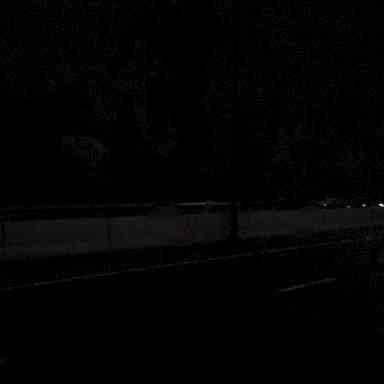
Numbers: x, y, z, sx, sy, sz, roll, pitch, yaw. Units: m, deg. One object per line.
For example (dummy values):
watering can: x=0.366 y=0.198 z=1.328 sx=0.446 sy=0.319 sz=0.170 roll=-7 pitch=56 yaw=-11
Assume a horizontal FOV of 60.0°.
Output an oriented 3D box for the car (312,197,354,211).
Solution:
car: x=15.978 y=1.349 z=37.628 sx=4.674 sy=1.442 sz=1.812 roll=0 pitch=0 yaw=-26

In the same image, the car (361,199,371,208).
car: x=17.928 y=1.241 z=30.802 sx=4.553 sy=1.767 sz=2.097 roll=0 pitch=0 yaw=-26
